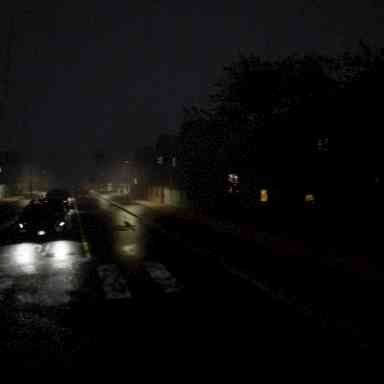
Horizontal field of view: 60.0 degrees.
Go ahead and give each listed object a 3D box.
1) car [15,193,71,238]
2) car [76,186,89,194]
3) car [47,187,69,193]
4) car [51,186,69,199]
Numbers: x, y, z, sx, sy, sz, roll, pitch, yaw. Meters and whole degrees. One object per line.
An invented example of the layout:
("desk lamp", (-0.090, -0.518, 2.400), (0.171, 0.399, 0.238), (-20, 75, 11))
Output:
("car", (-6.439, 1.012, 14.676), (2.033, 1.411, 5.357), (0, 2, -20))
("car", (-17.296, -0.332, 52.315), (1.895, 1.301, 4.718), (0, 2, -20))
("car", (-11.155, 0.517, 27.346), (2.033, 1.411, 5.357), (0, 2, -20))
("car", (-16.318, 0.011, 41.355), (1.994, 1.385, 4.181), (0, 2, -20))
